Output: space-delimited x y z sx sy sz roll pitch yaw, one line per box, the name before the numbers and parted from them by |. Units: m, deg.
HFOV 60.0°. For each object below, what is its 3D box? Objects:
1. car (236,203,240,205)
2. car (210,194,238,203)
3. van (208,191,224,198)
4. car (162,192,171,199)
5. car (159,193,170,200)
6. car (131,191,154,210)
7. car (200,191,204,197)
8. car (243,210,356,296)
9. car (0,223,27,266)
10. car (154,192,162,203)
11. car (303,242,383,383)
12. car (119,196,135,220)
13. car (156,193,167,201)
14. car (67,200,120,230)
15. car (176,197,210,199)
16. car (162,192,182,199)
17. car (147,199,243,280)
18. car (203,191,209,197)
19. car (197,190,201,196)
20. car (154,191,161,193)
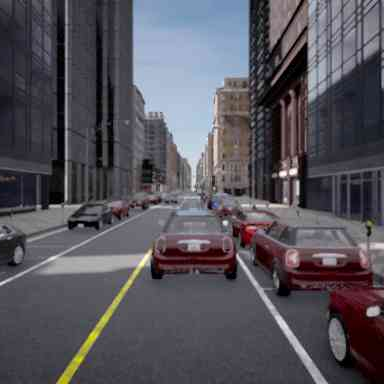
car | 2.679 1.406 14.039 1.887 1.381 4.507 1 1 0
car | 2.681 1.193 25.286 1.967 1.590 4.097 1 1 0
van | 2.683 1.040 30.909 1.690 1.788 3.998 1 1 0
car | -5.839 0.807 75.744 1.752 1.417 4.829 1 1 0
car | -5.839 0.877 70.290 1.887 1.381 4.507 1 1 0
car | -5.842 0.961 36.542 2.192 1.841 5.009 1 1 0
car | 2.685 0.929 53.406 1.967 1.590 4.097 1 1 0
car | 2.679 1.356 8.414 1.967 1.590 4.097 1 1 0
car | -5.848 1.467 8.423 2.008 1.369 4.403 1 1 0
car | -5.843 1.086 47.792 1.887 1.381 4.507 1 1 0
car | 2.677 1.516 2.790 1.887 1.381 4.507 1 1 0
car | -5.846 1.298 25.295 1.887 1.381 4.507 1 1 0
car | -5.840 0.911 64.495 1.752 1.417 4.829 1 1 0
car | -5.847 1.373 19.671 1.947 1.339 4.313 1 1 0
car | 0.046 1.319 23.414 2.033 1.411 5.357 0 1 0
car | -3.072 1.071 49.601 2.033 1.411 5.357 0 1 0
car | 0.057 1.258 9.814 2.097 1.767 4.553 0 1 0
car | 2.684 0.961 36.533 2.192 1.841 5.009 1 1 0
car | 2.688 0.699 64.653 2.192 1.841 5.009 1 1 0
car | -5.840 0.804 53.415 2.192 1.841 5.009 1 1 0
